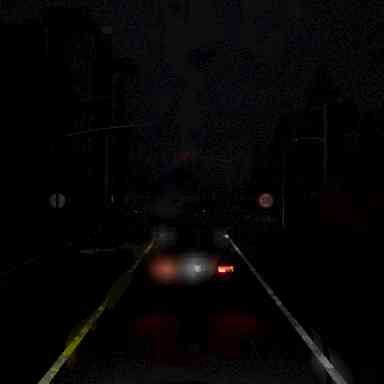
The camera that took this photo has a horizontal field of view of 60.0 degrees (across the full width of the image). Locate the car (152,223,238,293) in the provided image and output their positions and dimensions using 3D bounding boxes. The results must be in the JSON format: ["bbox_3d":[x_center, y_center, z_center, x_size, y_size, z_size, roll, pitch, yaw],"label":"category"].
[{"bbox_3d":[0.074,1.547,8.964,2.033,1.411,5.357,0,0,0],"label":"car"}]

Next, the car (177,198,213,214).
[{"bbox_3d":[0.409,1.601,35.451,1.895,1.301,4.718,0,0,-22],"label":"car"}]

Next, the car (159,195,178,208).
[{"bbox_3d":[-3.510,1.547,47.446,2.033,1.411,5.357,0,0,0],"label":"car"}]

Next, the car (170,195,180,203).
[{"bbox_3d":[-3.393,1.503,68.174,1.837,1.490,4.892,0,0,0],"label":"car"}]

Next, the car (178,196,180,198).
[{"bbox_3d":[-3.481,1.505,57.507,1.837,1.490,4.892,0,0,0],"label":"car"}]
